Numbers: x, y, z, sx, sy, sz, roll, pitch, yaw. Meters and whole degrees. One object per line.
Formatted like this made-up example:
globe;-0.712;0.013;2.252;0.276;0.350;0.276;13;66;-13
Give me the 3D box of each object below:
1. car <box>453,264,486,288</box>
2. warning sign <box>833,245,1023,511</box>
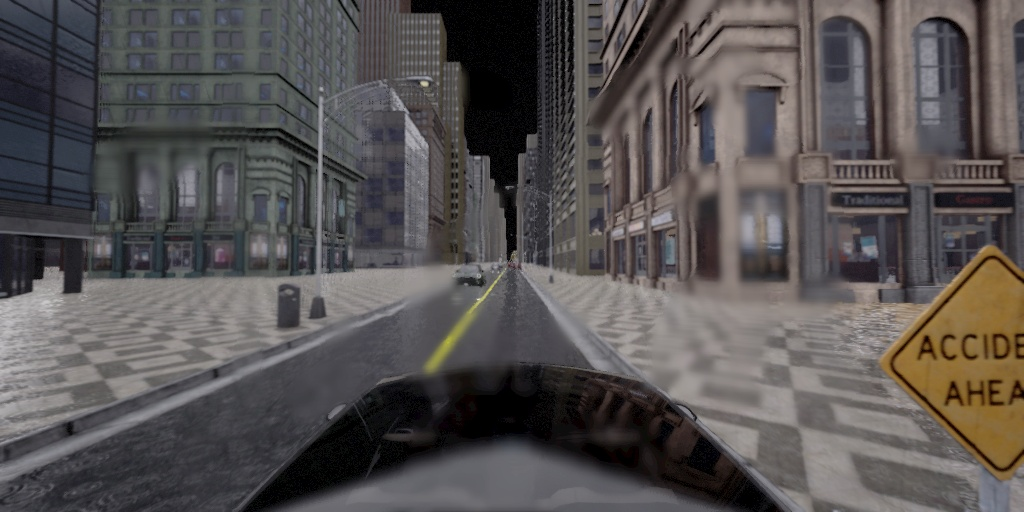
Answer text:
car;-3.100;1.403;26.921;2.097;1.767;4.553;0;-1;0
warning sign;2.718;0.869;2.008;1.300;1.860;1.060;0;0;0
